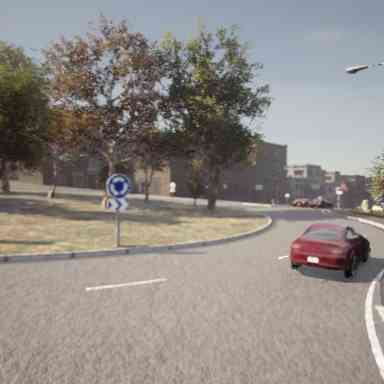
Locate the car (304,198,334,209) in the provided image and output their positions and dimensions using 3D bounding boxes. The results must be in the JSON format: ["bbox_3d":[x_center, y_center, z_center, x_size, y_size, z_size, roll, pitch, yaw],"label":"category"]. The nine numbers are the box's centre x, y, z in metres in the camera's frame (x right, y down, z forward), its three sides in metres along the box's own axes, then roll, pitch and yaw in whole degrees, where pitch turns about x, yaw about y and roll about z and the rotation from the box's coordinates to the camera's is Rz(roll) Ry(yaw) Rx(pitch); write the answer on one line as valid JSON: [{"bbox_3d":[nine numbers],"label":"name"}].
[{"bbox_3d":[17.290,1.556,44.506,2.033,1.411,5.357,0,-3,40],"label":"car"}]

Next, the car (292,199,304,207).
[{"bbox_3d":[16.109,1.611,47.849,1.895,1.301,4.718,2,-2,36],"label":"car"}]

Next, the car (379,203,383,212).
[{"bbox_3d":[34.755,2.974,55.469,4.892,1.521,2.231,2,-3,44],"label":"car"}]

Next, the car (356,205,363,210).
[{"bbox_3d":[35.405,3.461,68.822,2.128,1.511,4.902,2,-2,44],"label":"car"}]

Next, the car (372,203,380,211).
[{"bbox_3d":[37.783,3.250,66.597,2.150,2.045,5.566,2,-2,44],"label":"car"}]

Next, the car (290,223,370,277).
[{"bbox_3d":[4.787,1.789,11.350,1.812,1.442,4.674,2,0,35],"label":"car"}]
